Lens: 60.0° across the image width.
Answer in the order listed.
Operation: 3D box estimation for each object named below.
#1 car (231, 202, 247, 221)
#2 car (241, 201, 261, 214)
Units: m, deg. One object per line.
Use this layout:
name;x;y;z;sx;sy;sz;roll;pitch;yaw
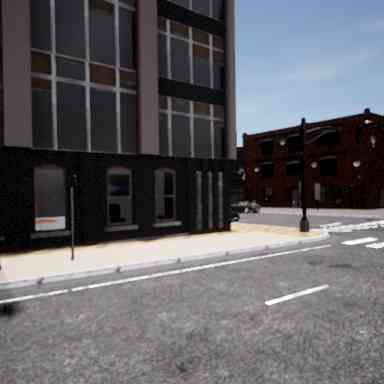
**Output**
car;2.251;1.808;28.854;1.947;1.339;4.313;-2;0;-36
car;5.923;1.734;38.429;2.008;1.369;4.403;-2;0;-36
